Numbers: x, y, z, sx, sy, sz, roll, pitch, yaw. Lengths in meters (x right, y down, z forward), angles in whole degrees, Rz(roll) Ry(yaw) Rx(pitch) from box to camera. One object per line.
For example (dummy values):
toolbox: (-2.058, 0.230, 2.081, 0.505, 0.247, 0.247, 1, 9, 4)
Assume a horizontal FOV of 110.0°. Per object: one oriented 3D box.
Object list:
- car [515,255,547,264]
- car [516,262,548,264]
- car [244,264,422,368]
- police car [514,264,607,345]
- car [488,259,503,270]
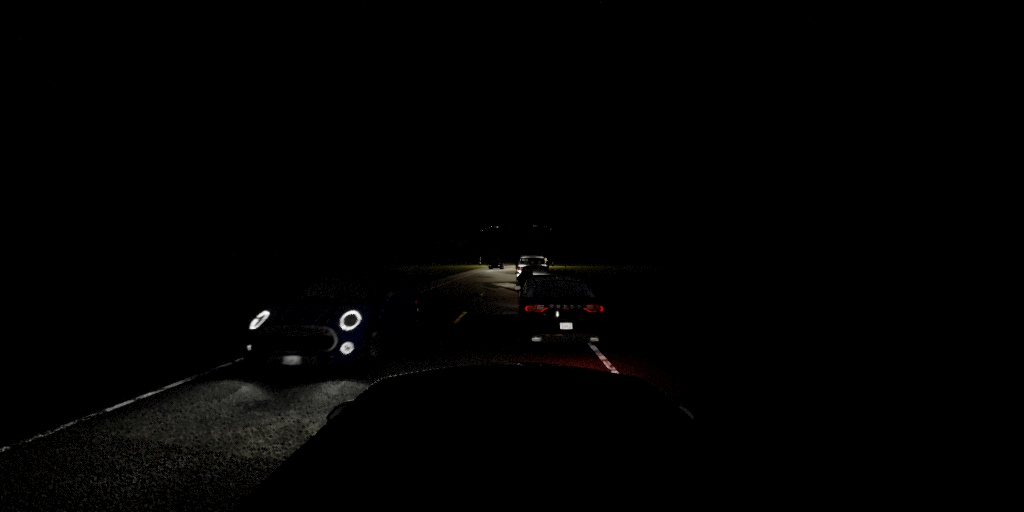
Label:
car: (1.391, 0.968, 25.521, 2.150, 2.045, 5.566, 0, 0, 2)
car: (1.247, 1.253, 19.511, 1.837, 1.490, 4.892, 0, 0, 1)
car: (-3.552, 1.103, 8.064, 2.097, 1.767, 4.553, 0, 0, 1)
police car: (1.095, 1.175, 9.651, 1.930, 1.638, 5.238, 0, 0, 1)
car: (-2.253, 1.229, 50.164, 1.837, 1.490, 4.892, 0, 0, 3)
